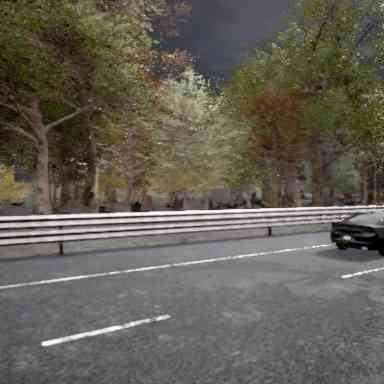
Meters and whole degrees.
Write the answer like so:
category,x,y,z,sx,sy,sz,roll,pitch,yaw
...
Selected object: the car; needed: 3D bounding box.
category,x,y,z,sx,sy,sz,roll,pitch,yaw
car,7.602,1.504,13.201,5.008,1.535,1.882,0,0,-33
